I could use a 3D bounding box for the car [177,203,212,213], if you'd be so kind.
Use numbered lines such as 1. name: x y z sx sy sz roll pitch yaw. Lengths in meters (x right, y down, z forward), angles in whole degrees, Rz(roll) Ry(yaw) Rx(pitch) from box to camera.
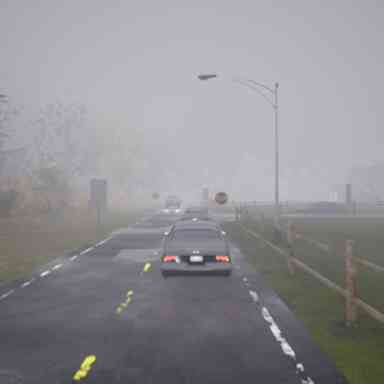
1. car: 0.366 1.654 22.140 1.994 1.385 4.181 0 0 5

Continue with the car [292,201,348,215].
1. car: 13.175 1.632 34.412 5.357 1.411 2.033 0 -1 -2

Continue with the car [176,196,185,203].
1. car: -2.751 1.740 79.286 1.837 1.490 4.892 0 0 0

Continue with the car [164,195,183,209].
1. car: -2.842 1.402 49.778 2.150 2.045 5.566 0 0 0

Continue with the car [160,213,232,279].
1. car: 0.098 1.591 10.160 2.033 1.411 5.357 0 0 0
